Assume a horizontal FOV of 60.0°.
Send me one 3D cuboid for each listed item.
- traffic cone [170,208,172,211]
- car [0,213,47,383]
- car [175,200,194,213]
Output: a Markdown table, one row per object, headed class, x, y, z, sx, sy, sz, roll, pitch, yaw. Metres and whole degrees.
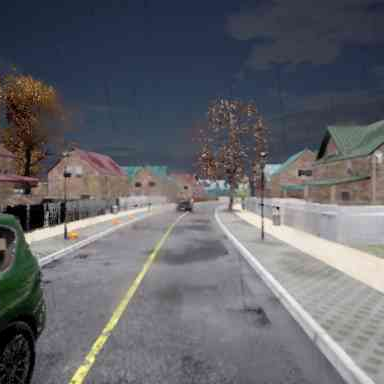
| class | x | y | z | sx | sy | sz | roll | pitch | yaw |
| --- | --- | --- | --- | --- | --- | --- | --- | --- | --- |
| traffic cone | -2.682 | 2.140 | 42.631 | 0.340 | 0.580 | 0.340 | 0 | 0 | 5 |
| car | -2.849 | 1.224 | 1.851 | 2.150 | 2.045 | 5.566 | 0 | 0 | 0 |
| car | -0.809 | 1.665 | 38.633 | 1.837 | 1.490 | 4.892 | 0 | 0 | 5 |
